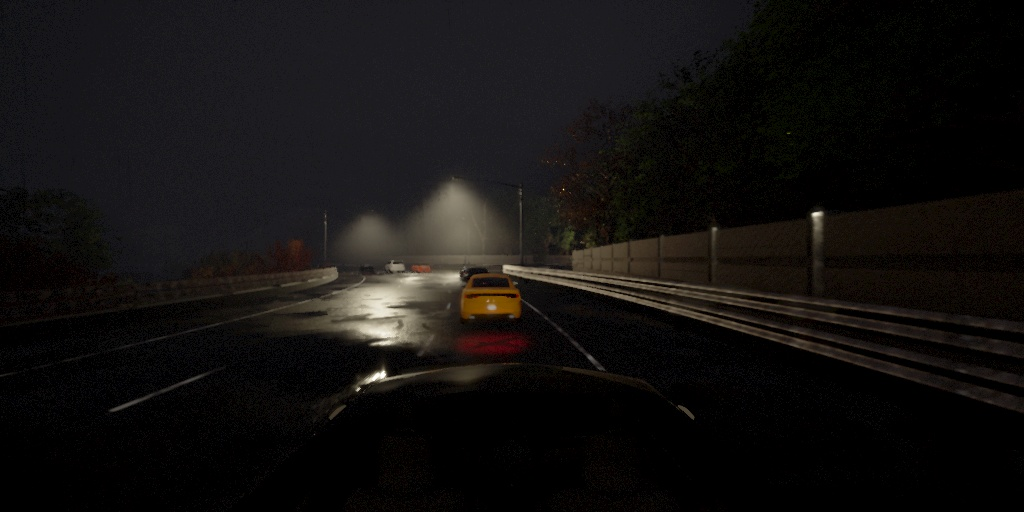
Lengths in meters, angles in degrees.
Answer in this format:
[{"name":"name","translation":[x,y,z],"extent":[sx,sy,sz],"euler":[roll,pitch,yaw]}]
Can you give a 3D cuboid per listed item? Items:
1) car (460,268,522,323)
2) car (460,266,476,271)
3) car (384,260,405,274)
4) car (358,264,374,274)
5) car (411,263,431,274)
[{"name":"car","translation":[-0.791,1.371,12.902],"extent":[1.882,1.535,5.008],"euler":[0,0,-5]},{"name":"car","translation":[-2.467,1.553,24.762],"extent":[1.837,1.490,4.892],"euler":[0,0,-9]},{"name":"car","translation":[-18.178,1.709,55.512],"extent":[2.150,2.045,5.566],"euler":[0,-1,-30]},{"name":"car","translation":[-23.211,2.016,57.083],"extent":[2.128,1.511,4.902],"euler":[0,-1,-31]},{"name":"car","translation":[-14.075,1.822,55.259],"extent":[2.097,1.767,4.553],"euler":[0,-1,-29]}]
